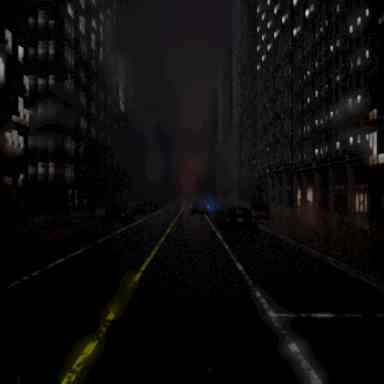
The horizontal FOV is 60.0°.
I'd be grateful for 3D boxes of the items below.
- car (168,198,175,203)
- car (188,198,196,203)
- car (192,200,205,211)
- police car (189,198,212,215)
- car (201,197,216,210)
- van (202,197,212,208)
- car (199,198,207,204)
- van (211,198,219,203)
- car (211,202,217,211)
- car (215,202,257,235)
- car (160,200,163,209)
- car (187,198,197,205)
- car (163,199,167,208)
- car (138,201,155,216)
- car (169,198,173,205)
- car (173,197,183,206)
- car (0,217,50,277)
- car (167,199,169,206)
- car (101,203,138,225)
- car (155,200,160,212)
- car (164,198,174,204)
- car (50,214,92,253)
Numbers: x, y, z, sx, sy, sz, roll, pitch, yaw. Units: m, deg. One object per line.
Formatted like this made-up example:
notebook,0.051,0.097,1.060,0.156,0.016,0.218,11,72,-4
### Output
car,-5.700,2.454,94.069,1.802,1.307,4.206,-1,-1,0
car,-0.002,2.314,89.303,1.895,1.301,4.718,0,-1,0
car,0.899,1.927,48.266,1.882,1.535,5.008,0,-1,0
police car,0.899,1.782,38.376,1.930,1.638,5.238,0,-1,0
car,2.679,1.820,54.288,2.192,1.841,5.009,-1,-1,0
van,2.679,1.899,59.971,1.690,1.788,3.998,-1,-1,0
car,2.681,2.319,82.702,2.008,1.369,4.403,-1,-1,0
van,2.680,1.740,42.921,1.690,1.788,3.998,-1,-1,0
car,2.682,1.768,26.039,1.752,1.417,4.829,-1,-1,0
car,2.681,1.628,20.186,1.967,1.590,4.097,-1,-1,0
car,-5.699,1.997,48.602,1.887,1.381,4.507,-1,-1,0
car,-0.003,2.105,74.274,2.128,1.511,4.902,0,-1,0
car,-5.700,2.055,54.285,2.008,1.369,4.403,-1,-1,0
car,-5.699,1.897,37.235,2.008,1.369,4.403,-1,-1,0
car,-5.700,2.214,71.336,2.008,1.369,4.403,-1,-1,0
car,-3.003,2.212,71.767,1.994,1.385,4.181,0,-1,0
car,-5.699,1.523,8.819,1.967,1.590,4.097,-1,-1,0
car,-5.699,2.139,59.969,1.802,1.307,4.206,-1,-1,0
car,-5.699,1.681,25.870,1.967,1.590,4.097,-1,-1,0
car,-5.699,1.965,42.918,1.947,1.339,4.313,-1,-1,0
car,-5.700,2.319,82.702,2.008,1.369,4.403,-1,-1,0
car,-5.698,1.659,14.332,1.752,1.417,4.829,-1,-1,0
